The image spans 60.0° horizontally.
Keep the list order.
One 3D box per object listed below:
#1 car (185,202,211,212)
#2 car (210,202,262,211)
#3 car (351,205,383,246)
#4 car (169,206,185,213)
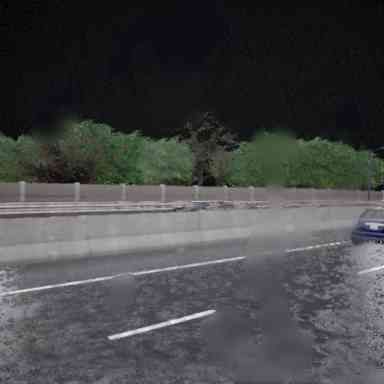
[{"bbox_3d":[2.177,1.599,27.047,4.892,1.490,1.837,0,0,-35],"label":"car"},{"bbox_3d":[3.744,1.654,23.866,4.181,1.385,1.994,0,0,-35],"label":"car"},{"bbox_3d":[8.953,1.436,14.440,4.553,1.767,2.097,0,0,-36],"label":"car"},{"bbox_3d":[0.480,1.644,30.138,5.357,1.411,2.033,0,0,-35],"label":"car"}]
